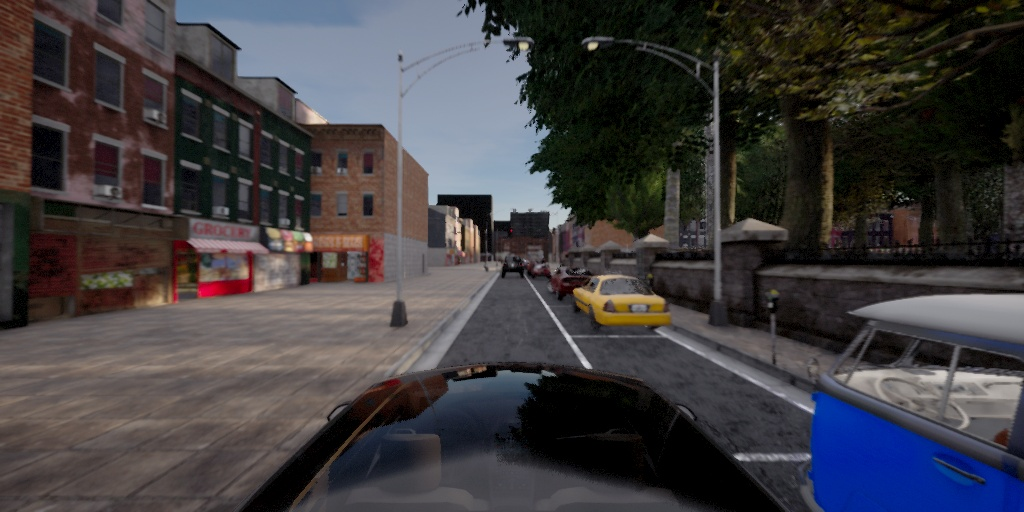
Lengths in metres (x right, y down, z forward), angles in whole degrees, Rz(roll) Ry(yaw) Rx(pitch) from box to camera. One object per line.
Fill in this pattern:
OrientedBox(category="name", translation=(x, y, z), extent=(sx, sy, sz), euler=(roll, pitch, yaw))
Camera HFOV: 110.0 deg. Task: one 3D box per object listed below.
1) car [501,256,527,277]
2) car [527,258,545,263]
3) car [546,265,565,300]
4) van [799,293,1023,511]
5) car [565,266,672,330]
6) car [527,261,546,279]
OrientedBox(category="car", translation=(0.076, 1.019, 35.994), extent=(2.150, 2.045, 5.566), euler=(0, -1, 0))
OrientedBox(category="car", translation=(2.634, 1.126, 38.770), extent=(2.192, 1.841, 5.009), euler=(0, 0, 0))
OrientedBox(category="car", translation=(3.013, 1.246, 17.904), extent=(1.882, 1.535, 5.008), euler=(0, 0, 0))
OrientedBox(category="van", translation=(2.638, 1.090, 0.625), extent=(1.690, 1.789, 3.998), euler=(0, 0, 0))
OrientedBox(category="car", translation=(3.024, 1.216, 11.094), extent=(1.801, 1.575, 5.366), euler=(0, 0, 0))
OrientedBox(category="car", translation=(2.635, 1.380, 33.321), extent=(1.802, 1.307, 4.207), euler=(0, 0, 0))
